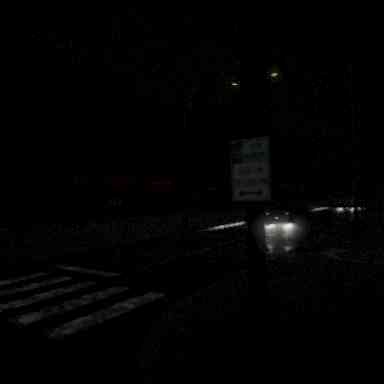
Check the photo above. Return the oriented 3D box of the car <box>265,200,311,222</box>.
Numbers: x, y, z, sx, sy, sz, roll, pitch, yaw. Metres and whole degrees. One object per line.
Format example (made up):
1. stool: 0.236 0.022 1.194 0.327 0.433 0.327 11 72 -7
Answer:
1. car: 7.181 1.322 24.392 2.033 1.411 5.357 -3 -1 35

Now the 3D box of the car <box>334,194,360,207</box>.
1. car: 19.783 1.143 41.902 1.812 1.442 4.674 -3 -1 36
